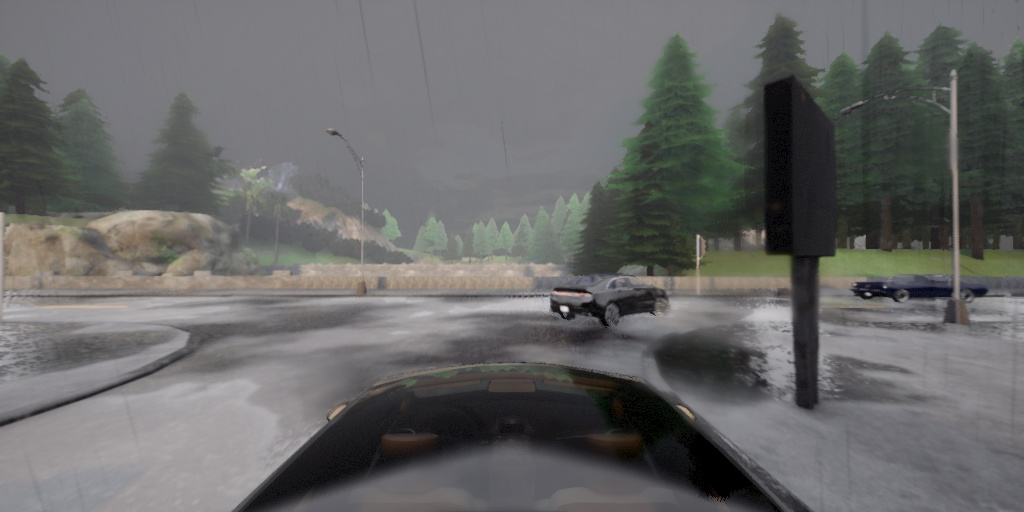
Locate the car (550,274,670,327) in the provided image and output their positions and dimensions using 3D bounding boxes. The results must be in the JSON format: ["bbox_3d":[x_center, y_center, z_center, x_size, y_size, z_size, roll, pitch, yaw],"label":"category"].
[{"bbox_3d":[3.395,1.336,11.940,4.902,1.511,2.128,1,-2,-40],"label":"car"}]

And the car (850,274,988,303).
[{"bbox_3d":[19.050,1.495,16.975,4.718,1.301,1.895,0,-1,0],"label":"car"}]
